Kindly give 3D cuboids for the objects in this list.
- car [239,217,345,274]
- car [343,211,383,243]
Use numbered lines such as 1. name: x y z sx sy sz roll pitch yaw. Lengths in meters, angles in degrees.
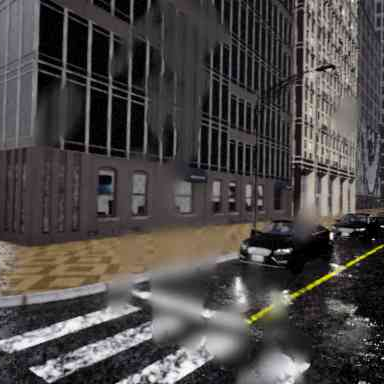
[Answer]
1. car: 3.453 1.737 11.635 2.128 1.511 4.902 1 -1 39
2. car: 9.544 1.992 19.227 2.128 1.511 4.902 1 -1 39
